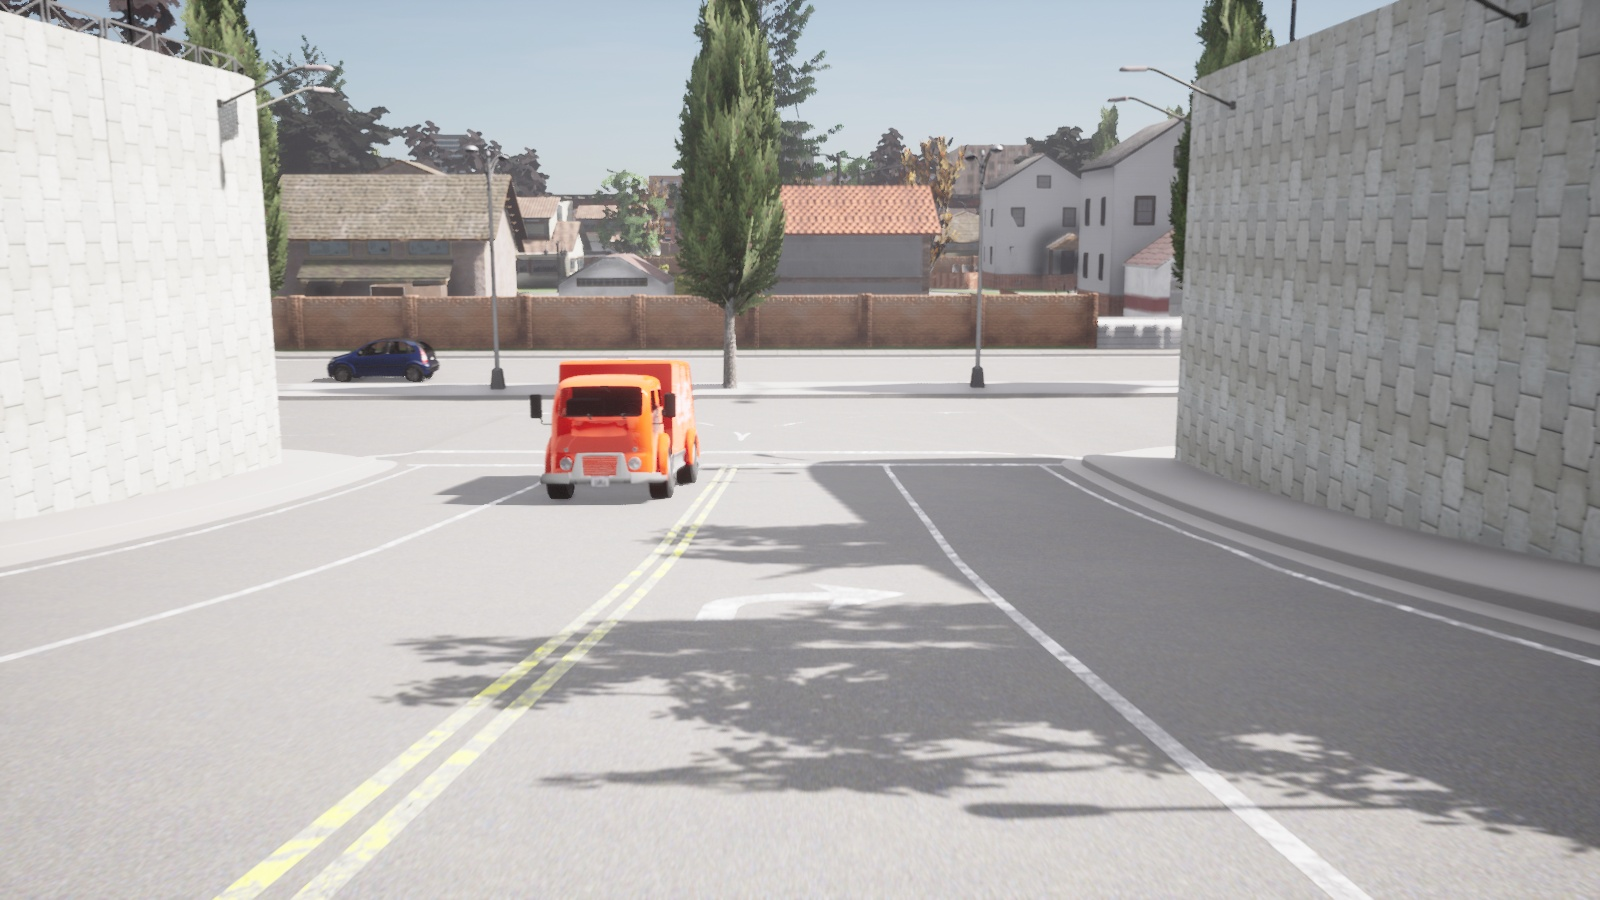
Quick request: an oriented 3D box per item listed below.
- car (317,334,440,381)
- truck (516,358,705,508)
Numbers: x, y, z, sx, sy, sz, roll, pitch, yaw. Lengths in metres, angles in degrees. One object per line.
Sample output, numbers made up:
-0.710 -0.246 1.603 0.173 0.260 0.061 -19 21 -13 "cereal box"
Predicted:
-16.000 -3.530 47.840 3.988 1.617 1.851 0 10 -1 "car"
-3.324 -0.450 23.318 2.627 2.467 5.204 0 4 1 "truck"
